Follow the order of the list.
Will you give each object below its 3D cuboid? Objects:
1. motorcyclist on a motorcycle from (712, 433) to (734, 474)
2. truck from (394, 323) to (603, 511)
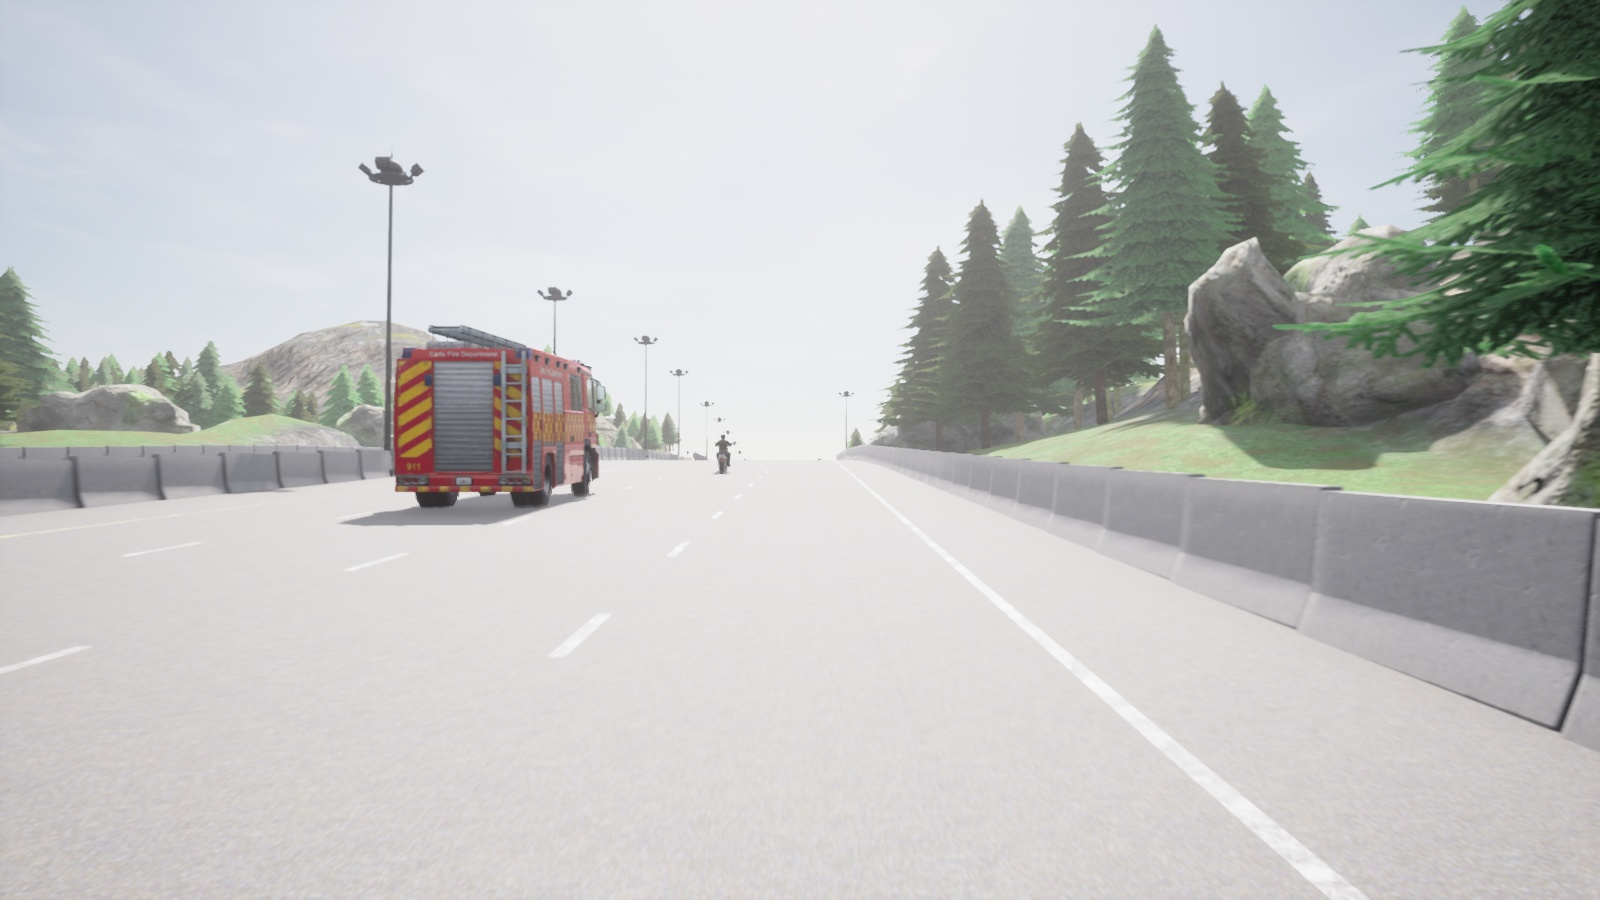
[{"bbox_3d":[-3.186,0.138,52.421,0.766,1.649,2.350,0,0,0],"label":"motorcyclist on a motorcycle"},{"bbox_3d":[-6.814,-0.723,29.865,2.891,3.827,8.468,0,1,0],"label":"truck"}]
